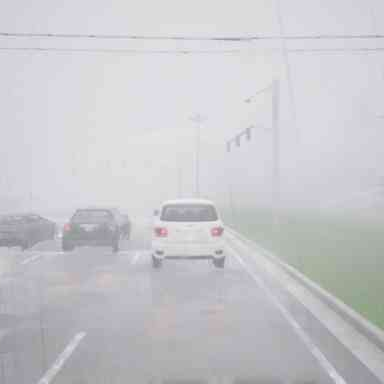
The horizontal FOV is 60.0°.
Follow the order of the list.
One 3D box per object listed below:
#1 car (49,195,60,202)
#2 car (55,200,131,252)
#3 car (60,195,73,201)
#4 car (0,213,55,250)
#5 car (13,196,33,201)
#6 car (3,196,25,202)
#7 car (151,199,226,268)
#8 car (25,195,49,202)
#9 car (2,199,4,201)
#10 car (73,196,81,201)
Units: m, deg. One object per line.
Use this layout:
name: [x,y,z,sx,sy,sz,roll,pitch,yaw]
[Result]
car: [-34.705,1.635,80.538,4.181,1.385,1.994,0,0,32]
car: [-3.862,1.365,14.142,2.097,1.767,4.553,0,0,-4]
car: [-32.893,1.585,83.527,4.892,1.490,1.837,0,0,32]
car: [-7.373,1.579,14.383,1.994,1.385,4.181,0,0,-4]
car: [-43.390,1.618,85.147,4.718,1.301,1.895,0,0,21]
car: [-40.558,1.618,75.975,5.357,1.411,2.033,0,0,28]
car: [-0.179,1.235,11.567,2.150,2.045,5.566,0,0,-2]
car: [-36.027,1.579,77.218,4.892,1.490,1.837,0,0,35]
car: [-10.970,1.368,15.488,2.097,1.767,4.553,0,0,-4]
car: [-31.267,1.628,86.651,5.357,1.411,2.033,0,0,32]
